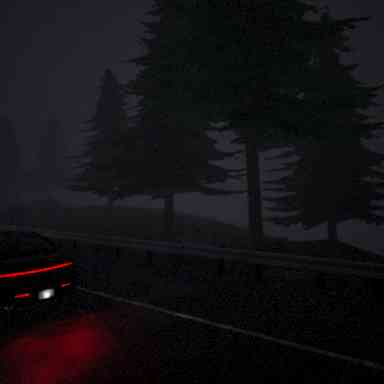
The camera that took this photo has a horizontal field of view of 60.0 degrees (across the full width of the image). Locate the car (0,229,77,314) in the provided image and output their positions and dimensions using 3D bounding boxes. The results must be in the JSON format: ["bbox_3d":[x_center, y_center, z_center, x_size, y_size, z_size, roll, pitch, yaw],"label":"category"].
[{"bbox_3d":[-4.529,1.592,7.369,4.892,1.490,1.837,-1,0,37],"label":"car"}]
